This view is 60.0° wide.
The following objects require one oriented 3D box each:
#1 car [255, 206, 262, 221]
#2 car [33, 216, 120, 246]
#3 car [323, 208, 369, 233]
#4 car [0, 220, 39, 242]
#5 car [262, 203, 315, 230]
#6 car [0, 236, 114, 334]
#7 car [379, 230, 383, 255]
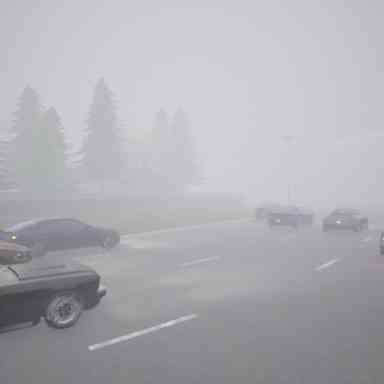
[{"bbox_3d":[7.289,1.701,29.241,1.882,1.535,5.008,-1,-1,36],"label":"car"},{"bbox_3d":[-5.185,1.700,13.419,4.674,1.442,1.812,0,0,-42],"label":"car"},{"bbox_3d":[9.575,1.686,20.581,1.994,1.385,4.181,-1,-1,37],"label":"car"},{"bbox_3d":[-6.578,1.611,7.884,5.008,1.535,1.882,0,0,-34],"label":"car"},{"bbox_3d":[6.876,1.643,22.774,1.882,1.535,5.008,-1,-1,37],"label":"car"},{"bbox_3d":[-3.900,1.688,5.396,4.718,1.301,1.895,0,-1,-36],"label":"car"},{"bbox_3d":[8.446,1.605,12.797,2.033,1.411,5.357,-1,-1,35],"label":"car"}]
